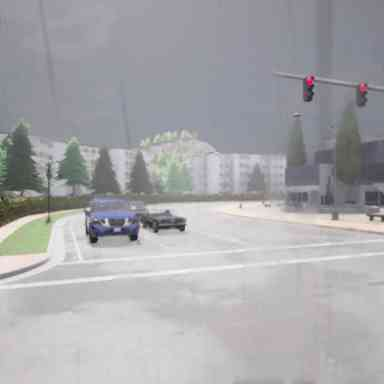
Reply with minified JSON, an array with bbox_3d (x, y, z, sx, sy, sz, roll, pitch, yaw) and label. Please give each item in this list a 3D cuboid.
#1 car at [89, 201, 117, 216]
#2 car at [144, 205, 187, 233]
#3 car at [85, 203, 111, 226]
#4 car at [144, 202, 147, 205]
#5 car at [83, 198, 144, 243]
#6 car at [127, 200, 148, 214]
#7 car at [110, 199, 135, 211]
[{"bbox_3d":[-9.744,1.763,36.791,2.128,1.511,4.902,0,0,-5],"label":"car"},{"bbox_3d":[-1.857,1.723,20.784,1.895,1.301,4.718,0,0,-20],"label":"car"},{"bbox_3d":[-7.549,1.707,26.661,1.837,1.490,4.892,0,0,-17],"label":"car"},{"bbox_3d":[-5.040,1.743,29.889,2.033,1.411,5.357,0,0,-17],"label":"car"},{"bbox_3d":[-4.277,1.348,17.297,2.150,2.045,5.566,0,0,-21],"label":"car"},{"bbox_3d":[-6.481,1.762,39.922,1.837,1.490,4.892,0,0,-2],"label":"car"},{"bbox_3d":[-9.775,1.814,47.232,2.128,1.511,4.902,-1,0,6],"label":"car"}]
